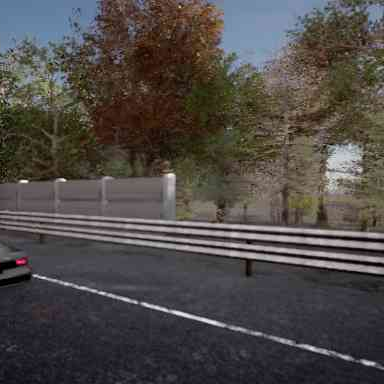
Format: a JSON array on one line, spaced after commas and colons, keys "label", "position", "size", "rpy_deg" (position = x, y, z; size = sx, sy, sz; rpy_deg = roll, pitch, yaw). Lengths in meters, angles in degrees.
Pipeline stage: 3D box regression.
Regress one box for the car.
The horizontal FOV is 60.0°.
[{"label": "car", "position": [-6.029, 1.581, 8.140], "size": [5.357, 1.411, 2.033], "rpy_deg": [0, 0, 36]}]
